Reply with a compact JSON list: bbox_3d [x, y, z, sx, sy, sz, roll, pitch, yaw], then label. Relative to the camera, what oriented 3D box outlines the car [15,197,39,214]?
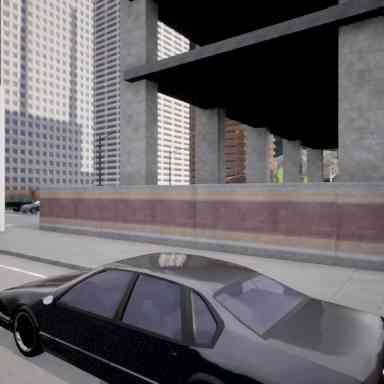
[{"bbox_3d":[-15.744,1.526,35.357,1.812,1.442,4.674,0,0,36],"label":"car"}]

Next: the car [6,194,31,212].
[{"bbox_3d":[-19.885,1.221,35.634,2.150,2.045,5.566,0,0,36],"label":"car"}]

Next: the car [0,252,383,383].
[{"bbox_3d":[-0.417,1.547,4.288,5.357,1.411,2.033,0,0,35],"label":"car"}]
